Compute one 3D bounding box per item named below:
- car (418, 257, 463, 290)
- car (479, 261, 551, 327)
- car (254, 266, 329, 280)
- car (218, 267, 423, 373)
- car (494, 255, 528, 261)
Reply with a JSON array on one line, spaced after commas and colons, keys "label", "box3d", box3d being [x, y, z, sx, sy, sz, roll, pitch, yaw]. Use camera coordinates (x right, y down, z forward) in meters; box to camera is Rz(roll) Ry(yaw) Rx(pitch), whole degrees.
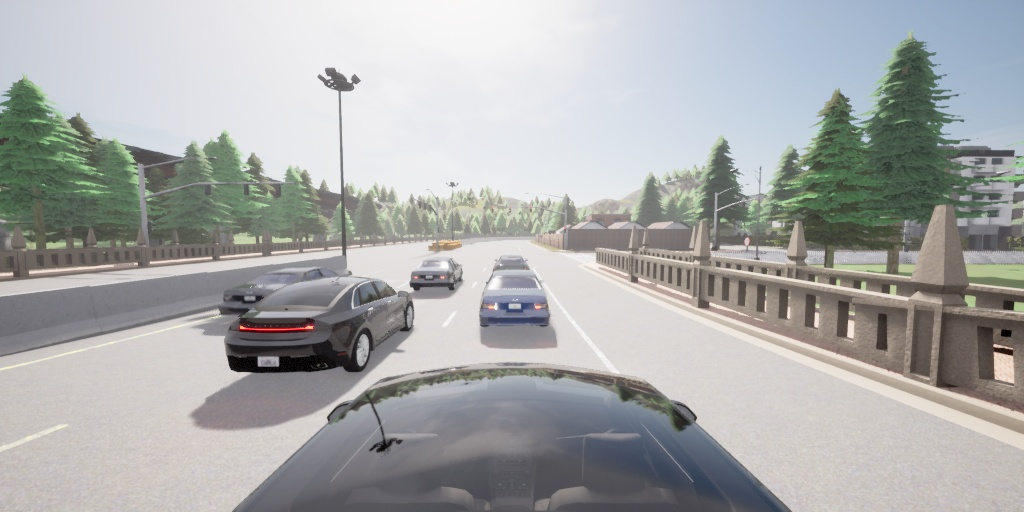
[{"label": "car", "box3d": [-3.503, 0.755, 17.279, 2.033, 1.411, 5.357, 0, 4, -2]}, {"label": "car", "box3d": [0.042, 1.103, 10.790, 2.033, 1.411, 5.357, 0, 2, 0]}, {"label": "car", "box3d": [-6.968, 1.053, 12.005, 2.033, 1.411, 5.357, 0, 3, -1]}, {"label": "car", "box3d": [-3.437, 1.173, 7.444, 1.837, 1.490, 4.892, 0, 1, 0]}, {"label": "car", "box3d": [-0.039, 0.617, 19.867, 1.994, 1.385, 4.181, 0, 3, 0]}]
